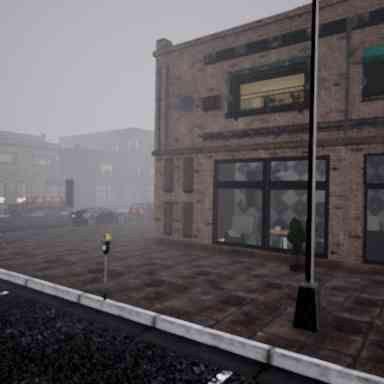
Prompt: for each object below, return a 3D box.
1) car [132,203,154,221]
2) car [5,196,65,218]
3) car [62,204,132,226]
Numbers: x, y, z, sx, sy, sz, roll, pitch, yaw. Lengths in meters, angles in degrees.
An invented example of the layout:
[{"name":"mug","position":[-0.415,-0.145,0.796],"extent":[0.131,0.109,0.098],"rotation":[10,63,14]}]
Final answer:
[{"name":"car","position":[-3.663,1.628,29.109],"extent":[1.967,1.590,4.097],"rotation":[1,0,36]},{"name":"car","position":[-13.700,1.277,29.559],"extent":[2.192,1.841,5.009],"rotation":[1,0,36]},{"name":"car","position":[-6.933,1.700,24.625],"extent":[1.947,1.339,4.313],"rotation":[1,0,36]}]
